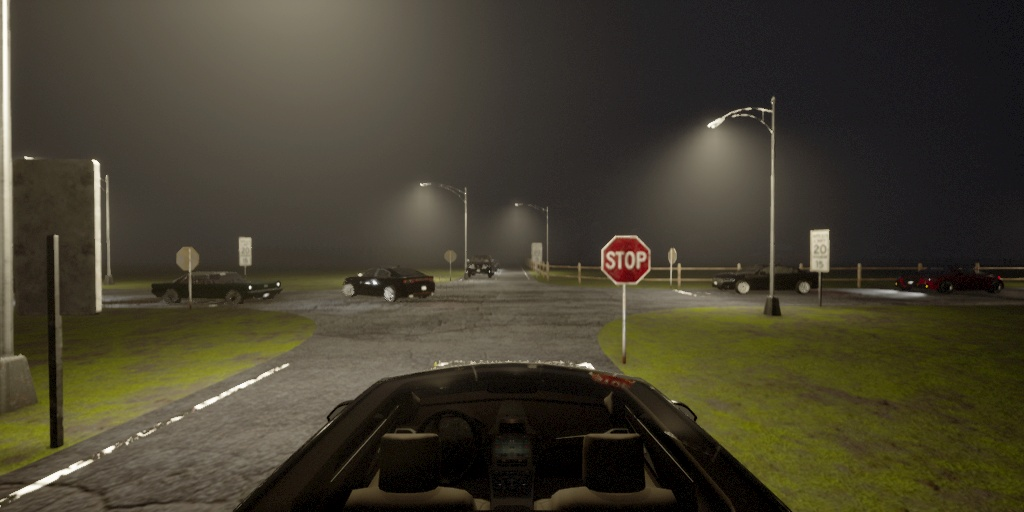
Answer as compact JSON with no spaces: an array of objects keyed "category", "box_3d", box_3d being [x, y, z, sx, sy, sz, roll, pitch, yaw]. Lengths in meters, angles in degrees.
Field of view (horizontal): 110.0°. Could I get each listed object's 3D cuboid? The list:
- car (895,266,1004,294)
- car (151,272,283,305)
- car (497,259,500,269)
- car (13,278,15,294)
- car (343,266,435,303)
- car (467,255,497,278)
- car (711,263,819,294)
[{"category":"car","box_3d":[23.222,1.230,19.148,4.181,1.385,1.994,0,1,-1]},{"category":"car","box_3d":[-12.563,1.340,15.437,4.718,1.301,1.895,0,1,8]},{"category":"car","box_3d":[-2.769,1.197,42.935,1.994,1.385,4.181,0,0,0]},{"category":"car","box_3d":[-25.524,1.362,17.095,4.718,1.301,1.895,0,1,11]},{"category":"car","box_3d":[-5.777,1.192,16.550,5.008,1.535,1.882,0,0,34]},{"category":"car","box_3d":[-2.808,0.882,32.926,2.150,2.045,5.566,0,0,1]},{"category":"car","box_3d":[13.232,1.151,18.911,5.008,1.535,1.882,0,1,0]}]
